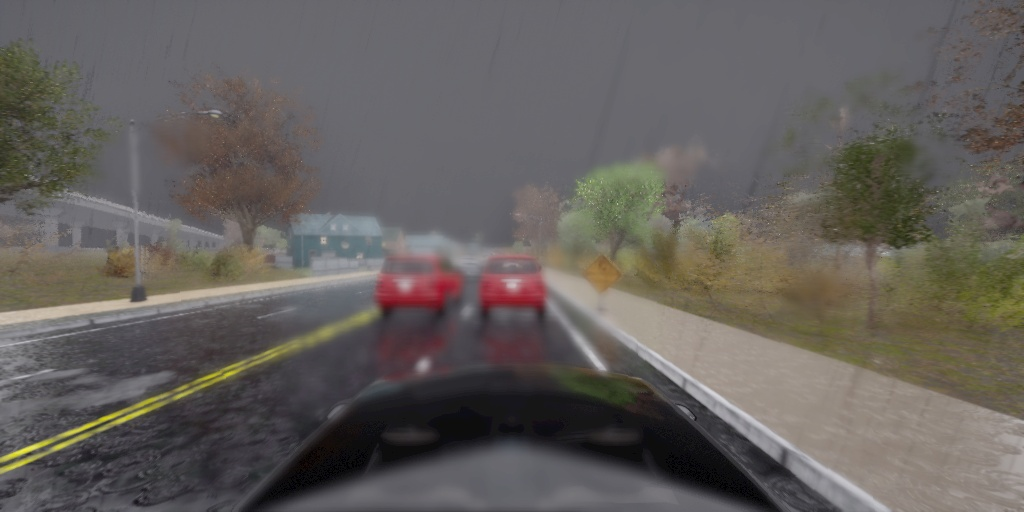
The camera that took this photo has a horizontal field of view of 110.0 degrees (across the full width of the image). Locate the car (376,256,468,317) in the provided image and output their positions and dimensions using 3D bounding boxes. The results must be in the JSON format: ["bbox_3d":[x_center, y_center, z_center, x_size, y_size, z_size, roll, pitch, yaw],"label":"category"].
[{"bbox_3d":[-3.182,1.003,13.444,2.150,2.045,5.566,0,0,0],"label":"car"}]

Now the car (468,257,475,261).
[{"bbox_3d":[-6.560,1.091,54.256,2.150,2.045,5.566,0,0,0],"label":"car"}]

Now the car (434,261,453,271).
[{"bbox_3d":[-9.825,1.464,51.906,1.895,1.301,4.718,0,0,0],"label":"car"}]

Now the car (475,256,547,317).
[{"bbox_3d":[0.067,1.003,13.425,2.150,2.045,5.566,0,0,0],"label":"car"}]

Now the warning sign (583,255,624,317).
[{"bbox_3d":[2.850,0.890,11.427,1.300,1.860,1.060,0,0,0],"label":"warning sign"}]

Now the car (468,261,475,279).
[{"bbox_3d":[-3.175,1.382,30.130,1.994,1.385,4.181,0,0,0],"label":"car"}]
